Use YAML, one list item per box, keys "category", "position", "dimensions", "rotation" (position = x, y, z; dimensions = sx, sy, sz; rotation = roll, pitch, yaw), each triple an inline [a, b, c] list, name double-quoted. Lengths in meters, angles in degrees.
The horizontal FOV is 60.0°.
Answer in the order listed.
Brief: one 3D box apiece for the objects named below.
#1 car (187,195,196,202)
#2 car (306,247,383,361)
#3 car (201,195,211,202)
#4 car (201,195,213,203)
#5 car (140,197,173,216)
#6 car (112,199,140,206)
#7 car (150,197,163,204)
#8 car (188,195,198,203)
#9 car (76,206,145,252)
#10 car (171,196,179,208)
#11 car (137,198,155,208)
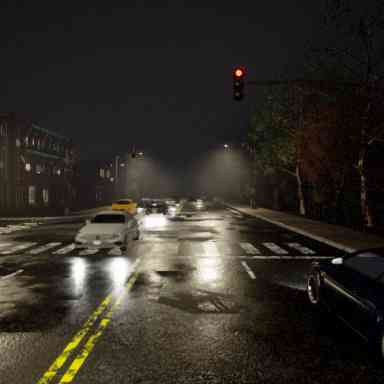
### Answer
- category: "car"
  position: [-0.037, 1.494, 79.776]
  dimensions: [2.128, 1.511, 4.902]
  rotation: [0, 0, 0]
- category: "car"
  position: [3.335, 1.563, 5.273]
  dimensions: [1.994, 1.385, 4.181]
  rotation: [0, 0, 1]
- category: "car"
  position: [3.212, 1.510, 78.552]
  dimensions: [2.033, 1.411, 5.357]
  rotation: [0, 0, 0]
- category: "car"
  position: [3.320, 1.467, 68.368]
  dimensions: [2.128, 1.511, 4.902]
  rotation: [0, 0, 0]
- category: "car"
  position: [-3.363, 1.483, 32.338]
  dimensions: [2.128, 1.511, 4.902]
  rotation: [0, 0, 0]
- category: "car"
  position: [-6.613, 1.469, 32.598]
  dimensions: [1.882, 1.535, 5.008]
  rotation: [0, 0, 0]
- category: "car"
  position: [-6.587, 1.579, 62.829]
  dimensions: [1.895, 1.301, 4.718]
  rotation: [0, 0, 0]
- category: "car"
  position: [0.068, 1.501, 69.695]
  dimensions: [1.812, 1.442, 4.674]
  rotation: [0, 0, 0]
- category: "car"
  position: [-3.357, 1.523, 14.073]
  dimensions: [1.812, 1.442, 4.674]
  rotation: [0, 0, 0]
- category: "car"
  position: [-3.364, 1.585, 47.985]
  dimensions: [1.895, 1.301, 4.718]
  rotation: [0, 0, 0]
- category: "car"
  position: [-6.616, 1.549, 47.924]
  dimensions: [1.994, 1.385, 4.181]
  rotation: [0, 0, 0]
